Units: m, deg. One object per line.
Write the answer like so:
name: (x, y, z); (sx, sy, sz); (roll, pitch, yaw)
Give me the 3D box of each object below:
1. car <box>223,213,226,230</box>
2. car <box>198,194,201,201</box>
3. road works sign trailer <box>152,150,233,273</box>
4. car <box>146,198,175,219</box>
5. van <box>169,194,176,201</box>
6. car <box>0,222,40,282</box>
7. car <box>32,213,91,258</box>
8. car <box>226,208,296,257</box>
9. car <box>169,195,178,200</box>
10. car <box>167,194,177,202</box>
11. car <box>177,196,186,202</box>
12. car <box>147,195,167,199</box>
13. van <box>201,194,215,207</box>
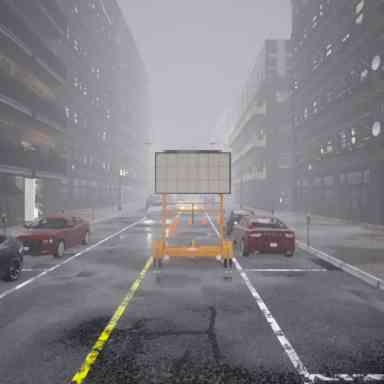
car: (2.616, 1.555, 18.466); (2.008, 1.369, 4.403); (1, 0, 0)
car: (2.773, 1.333, 86.516); (2.192, 1.841, 5.009); (1, 0, 0)
road works sign trailer: (0.028, 0.467, 10.647); (2.380, 3.560, 2.880); (0, 0, 0)
car: (-2.784, 1.531, 29.158); (1.812, 1.442, 4.674); (0, 0, 0)
van: (-5.107, 1.359, 86.504); (1.690, 1.788, 3.998); (1, 0, 0)
car: (-5.290, 1.567, 7.112); (1.947, 1.339, 4.313); (1, 0, 0)
car: (-5.277, 1.547, 12.783); (1.887, 1.381, 4.507); (1, 0, 0)
car: (2.603, 1.547, 12.795); (1.887, 1.381, 4.507); (1, 0, 0)
car: (-5.097, 1.570, 92.174); (2.008, 1.369, 4.403); (1, 0, 0)
car: (-5.133, 1.330, 75.162); (2.192, 1.841, 5.009); (1, 0, 0)
car: (-2.579, 1.541, 75.378); (1.812, 1.442, 4.674); (0, 0, 0)
car: (-5.197, 1.324, 46.808); (2.192, 1.841, 5.009); (1, 0, 0)
van: (2.696, 1.351, 52.491); (1.690, 1.788, 3.998); (1, 0, 0)
